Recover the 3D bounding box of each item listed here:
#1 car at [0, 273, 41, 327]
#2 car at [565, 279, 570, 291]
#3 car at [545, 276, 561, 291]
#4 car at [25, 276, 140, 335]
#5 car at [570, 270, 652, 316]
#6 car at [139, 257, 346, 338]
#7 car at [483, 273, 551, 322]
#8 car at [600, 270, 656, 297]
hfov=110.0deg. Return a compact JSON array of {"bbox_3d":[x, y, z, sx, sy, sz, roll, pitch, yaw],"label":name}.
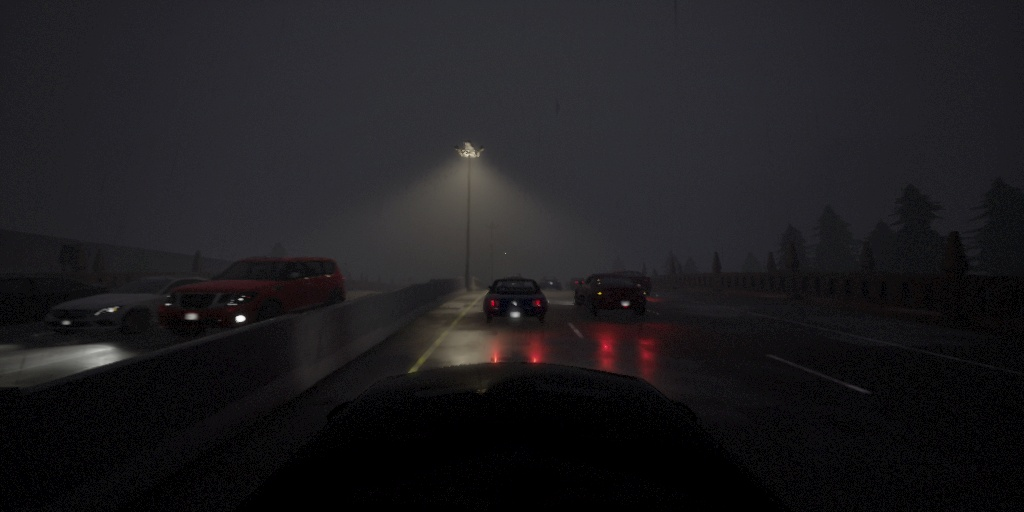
[{"bbox_3d":[-14.072,1.270,9.700,1.882,1.535,5.008,0,-1,0],"label":"car"},{"bbox_3d":[7.102,3.190,40.073,1.837,1.490,4.892,0,-6,0],"label":"car"},{"bbox_3d":[3.602,2.687,34.851,1.994,1.385,4.181,0,-6,0],"label":"car"},{"bbox_3d":[-10.567,1.329,10.835,1.812,1.442,4.674,0,-1,0],"label":"car"},{"bbox_3d":[3.601,1.374,13.686,1.812,1.442,4.674,0,-1,0],"label":"car"},{"bbox_3d":[-7.070,1.025,10.695,2.150,2.045,5.566,0,-1,0],"label":"car"},{"bbox_3d":[0.101,1.428,12.525,1.895,1.301,4.718,0,-1,0],"label":"car"},{"bbox_3d":[7.101,1.658,22.618,1.882,1.535,5.008,0,-3,0],"label":"car"}]
